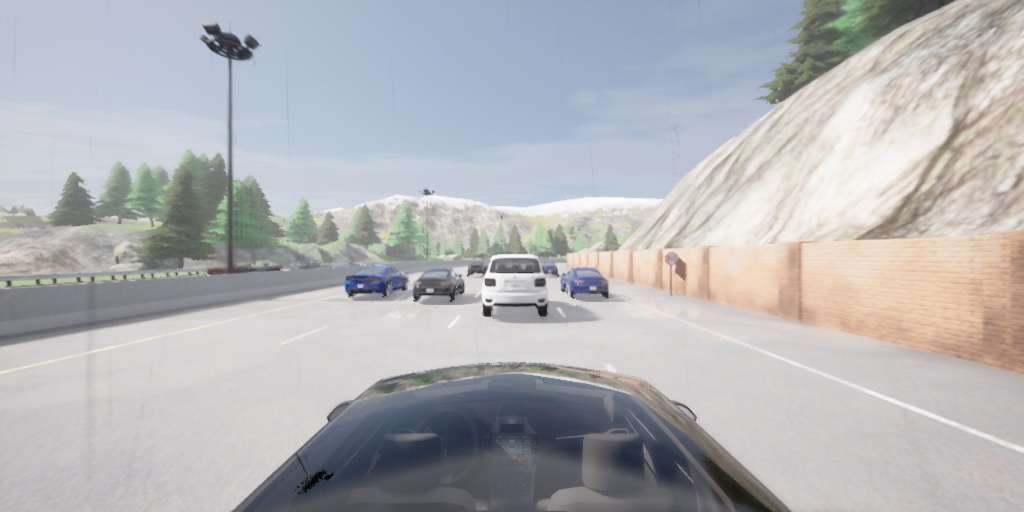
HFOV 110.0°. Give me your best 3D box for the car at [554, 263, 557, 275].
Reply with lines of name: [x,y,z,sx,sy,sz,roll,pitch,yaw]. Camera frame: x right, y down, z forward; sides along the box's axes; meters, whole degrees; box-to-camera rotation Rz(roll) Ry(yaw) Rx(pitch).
car: [3.604,1.277,36.355,1.812,1.442,4.674,0,0,0]

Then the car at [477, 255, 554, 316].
car: [0.102,0.972,13.546,2.150,2.045,5.566,0,0,0]

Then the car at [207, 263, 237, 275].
car: [-28.083,1.356,36.225,1.895,1.301,4.718,0,0,0]

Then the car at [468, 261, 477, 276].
car: [-3.397,1.257,36.385,1.837,1.490,4.892,0,0,0]

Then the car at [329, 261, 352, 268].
car: [-17.582,1.280,37.741,1.812,1.442,4.674,0,0,0]

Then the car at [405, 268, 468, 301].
car: [-3.411,1.277,17.195,1.812,1.442,4.674,0,0,0]

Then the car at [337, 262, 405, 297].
car: [-6.897,1.229,18.805,1.882,1.535,5.008,0,0,0]

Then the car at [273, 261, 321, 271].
car: [-21.084,1.246,35.980,2.128,1.511,4.902,0,0,0]

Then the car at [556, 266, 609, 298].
car: [3.592,1.276,18.175,1.812,1.442,4.674,0,0,0]

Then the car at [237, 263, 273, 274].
car: [-24.586,1.356,35.909,1.895,1.301,4.718,0,0,0]
